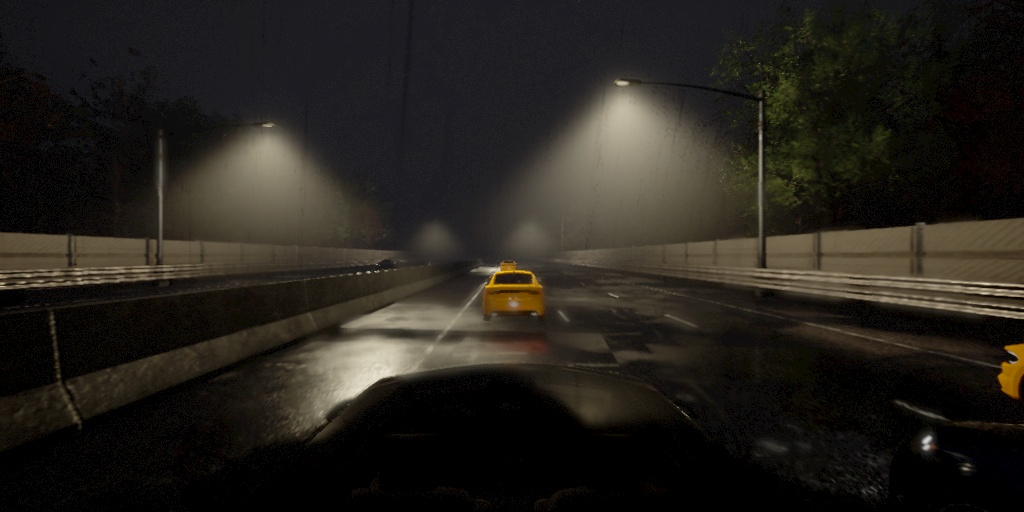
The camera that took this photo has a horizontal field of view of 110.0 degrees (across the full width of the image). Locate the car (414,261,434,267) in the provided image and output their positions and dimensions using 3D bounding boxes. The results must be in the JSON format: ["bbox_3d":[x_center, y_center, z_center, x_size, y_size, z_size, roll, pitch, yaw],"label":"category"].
[{"bbox_3d":[-11.144,1.314,45.811,2.033,1.411,5.357,0,0,-1],"label":"car"}]

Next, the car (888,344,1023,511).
[{"bbox_3d":[3.592,1.312,0.696,1.994,1.385,4.181,0,0,0],"label":"car"}]

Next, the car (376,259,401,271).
[{"bbox_3d":[-14.575,1.330,42.555,1.994,1.385,4.181,0,0,-1],"label":"car"}]

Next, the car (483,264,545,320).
[{"bbox_3d":[0.055,1.232,12.681,1.882,1.535,5.008,0,0,0],"label":"car"}]

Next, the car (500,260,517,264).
[{"bbox_3d":[-0.407,1.245,43.516,1.882,1.535,5.008,0,0,-1],"label":"car"}]

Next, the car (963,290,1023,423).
[{"bbox_3d":[7.093,1.226,2.386,1.882,1.535,5.008,0,0,0],"label":"car"}]

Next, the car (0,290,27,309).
[{"bbox_3d":[-17.628,1.358,10.041,1.895,1.301,4.718,0,0,0],"label":"car"}]
